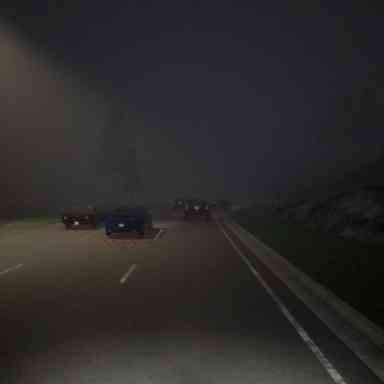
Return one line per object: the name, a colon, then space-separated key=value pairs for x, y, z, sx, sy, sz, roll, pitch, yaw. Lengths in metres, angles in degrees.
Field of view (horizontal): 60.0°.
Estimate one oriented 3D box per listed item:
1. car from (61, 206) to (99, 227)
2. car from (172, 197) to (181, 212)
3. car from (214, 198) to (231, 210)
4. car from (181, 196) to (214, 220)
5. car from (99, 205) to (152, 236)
car: x=-6.818 y=1.567 z=22.030 sx=1.895 sy=1.301 sz=4.718 roll=0 pitch=0 yaw=1
car: x=-0.724 y=1.293 z=38.481 sx=2.097 sy=1.767 sz=4.553 roll=0 pitch=0 yaw=15
car: x=3.703 y=1.428 z=41.332 sx=2.128 sy=1.511 sz=4.902 roll=0 pitch=0 yaw=16
car: x=0.537 y=1.308 z=28.003 sx=2.097 sy=1.767 sz=4.553 roll=0 pitch=0 yaw=4
car: x=-3.371 y=1.449 z=18.430 sx=1.882 sy=1.535 sz=5.008 roll=0 pitch=0 yaw=1
